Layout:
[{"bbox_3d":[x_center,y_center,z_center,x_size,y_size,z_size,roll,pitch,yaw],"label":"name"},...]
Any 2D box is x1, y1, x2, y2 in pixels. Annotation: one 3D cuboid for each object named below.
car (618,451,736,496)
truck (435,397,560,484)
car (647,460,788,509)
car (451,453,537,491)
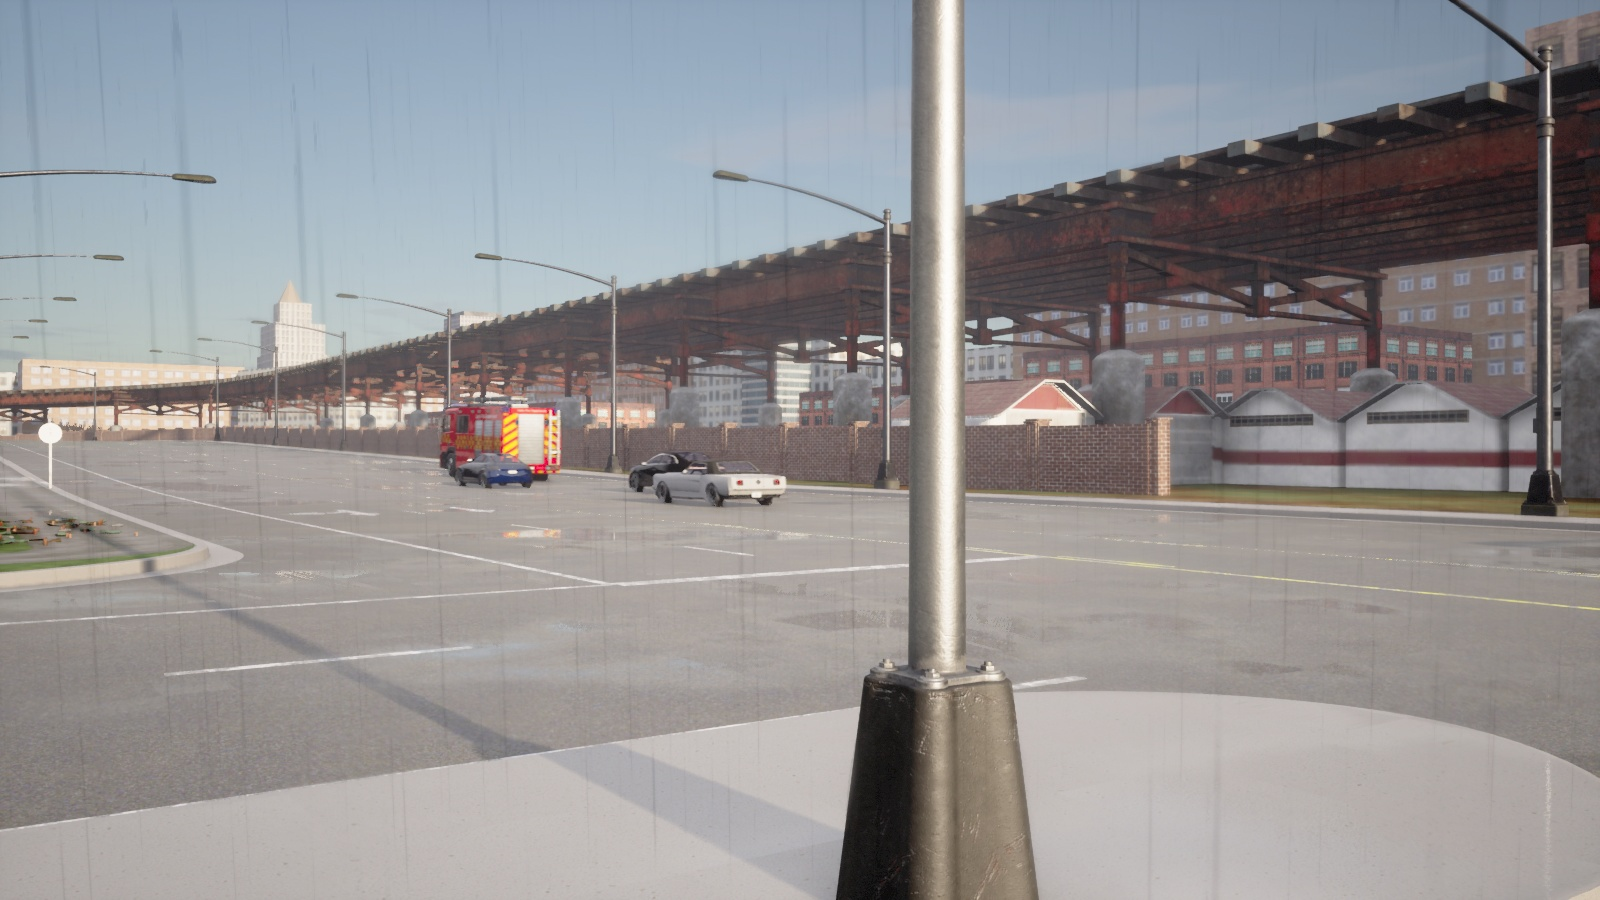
[{"bbox_3d":[-4.501,0.795,45.255,2.128,1.511,4.902,0,0,-35],"label":"car"},{"bbox_3d":[-14.550,-0.494,59.804,2.891,3.827,8.468,0,1,-35],"label":"truck"},{"bbox_3d":[-2.458,0.938,36.138,1.895,1.301,4.718,0,0,-35],"label":"car"},{"bbox_3d":[-12.338,0.851,50.442,1.994,1.385,4.181,0,1,-35],"label":"car"}]
